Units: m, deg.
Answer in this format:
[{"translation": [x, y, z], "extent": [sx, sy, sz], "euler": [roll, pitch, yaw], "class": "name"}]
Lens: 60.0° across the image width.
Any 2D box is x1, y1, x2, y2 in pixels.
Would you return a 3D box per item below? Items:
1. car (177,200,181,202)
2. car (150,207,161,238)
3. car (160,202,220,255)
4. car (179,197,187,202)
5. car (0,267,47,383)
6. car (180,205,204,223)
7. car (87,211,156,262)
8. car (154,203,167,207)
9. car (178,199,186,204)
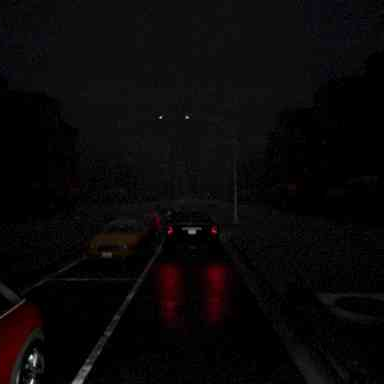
[{"translation": [-2.628, 1.981, 39.783], "extent": [1.947, 1.339, 4.313], "euler": [0, -1, 0], "class": "car"}, {"translation": [-2.629, 1.727, 18.264], "extent": [1.887, 1.381, 4.507], "euler": [1, -1, 0], "class": "car"}, {"translation": [0.005, 1.489, 14.084], "extent": [2.097, 1.767, 4.553], "euler": [0, -1, 0], "class": "car"}, {"translation": [-2.627, 2.399, 77.381], "extent": [1.752, 1.417, 4.829], "euler": [0, -1, 0], "class": "car"}, {"translation": [-2.628, 1.461, 2.126], "extent": [1.967, 1.590, 4.097], "euler": [1, -1, 0], "class": "car"}, {"translation": [0.004, 1.898, 29.118], "extent": [1.895, 1.301, 4.718], "euler": [0, -1, 0], "class": "car"}, {"translation": [-2.629, 1.651, 12.715], "extent": [1.752, 1.417, 4.829], "euler": [1, -1, 0], "class": "car"}, {"translation": [-2.628, 1.736, 29.024], "extent": [1.967, 1.590, 4.097], "euler": [1, -1, 0], "class": "car"}, {"translation": [-2.627, 2.608, 88.759], "extent": [1.802, 1.307, 4.206], "euler": [0, -1, 0], "class": "car"}]
